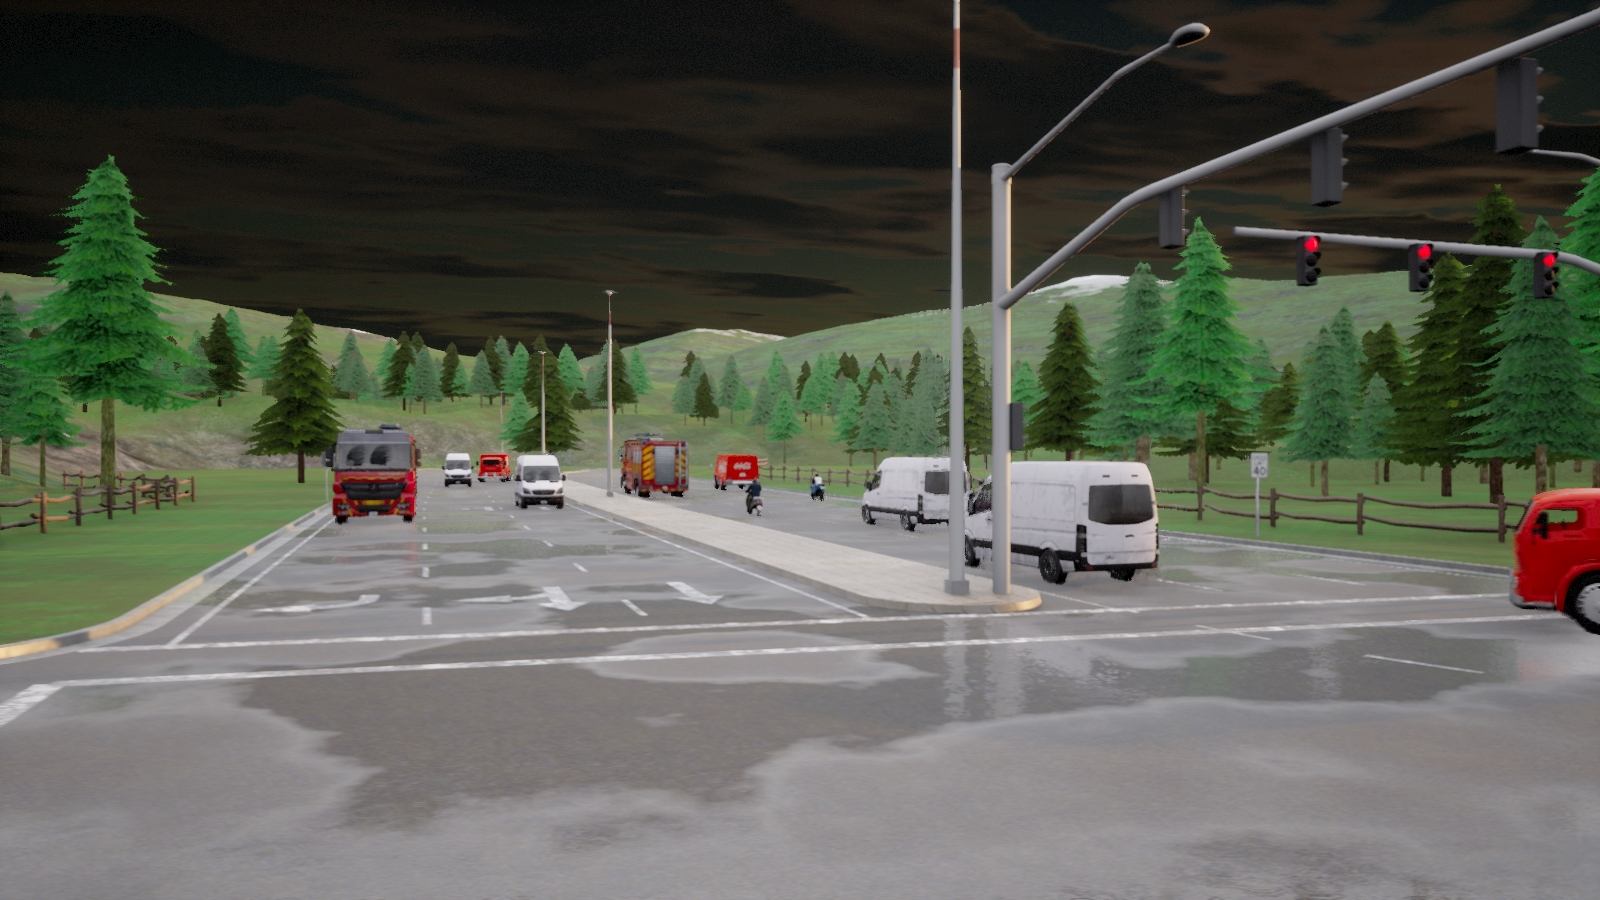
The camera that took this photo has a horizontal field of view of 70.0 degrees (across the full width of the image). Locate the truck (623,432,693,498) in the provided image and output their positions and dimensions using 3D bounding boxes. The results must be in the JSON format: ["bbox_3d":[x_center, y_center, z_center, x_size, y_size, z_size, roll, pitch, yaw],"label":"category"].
[{"bbox_3d":[-8.916,0.889,70.973,2.891,3.827,8.468,0,0,-17],"label":"truck"}]

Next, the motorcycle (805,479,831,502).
[{"bbox_3d":[0.959,2.183,61.995,0.803,1.199,2.033,0,0,-18],"label":"motorcycle"}]

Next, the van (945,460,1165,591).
[{"bbox_3d":[5.551,1.532,25.906,1.988,2.561,5.915,0,0,-20],"label":"van"}]

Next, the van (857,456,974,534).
[{"bbox_3d":[4.034,1.532,41.341,1.988,2.561,5.915,0,0,-18],"label":"van"}]

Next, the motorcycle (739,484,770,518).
[{"bbox_3d":[-1.947,2.140,48.283,0.856,1.316,1.805,0,0,-18],"label":"motorcycle"}]

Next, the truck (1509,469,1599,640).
[{"bbox_3d":[13.805,1.560,17.263,5.204,2.467,2.627,0,1,31],"label":"truck"}]

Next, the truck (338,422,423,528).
[{"bbox_3d":[-16.612,0.891,45.700,2.891,3.827,8.468,0,0,-18],"label":"truck"}]

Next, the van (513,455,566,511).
[{"bbox_3d":[-12.686,1.534,55.430,1.988,2.561,5.915,0,0,-18],"label":"van"}]
